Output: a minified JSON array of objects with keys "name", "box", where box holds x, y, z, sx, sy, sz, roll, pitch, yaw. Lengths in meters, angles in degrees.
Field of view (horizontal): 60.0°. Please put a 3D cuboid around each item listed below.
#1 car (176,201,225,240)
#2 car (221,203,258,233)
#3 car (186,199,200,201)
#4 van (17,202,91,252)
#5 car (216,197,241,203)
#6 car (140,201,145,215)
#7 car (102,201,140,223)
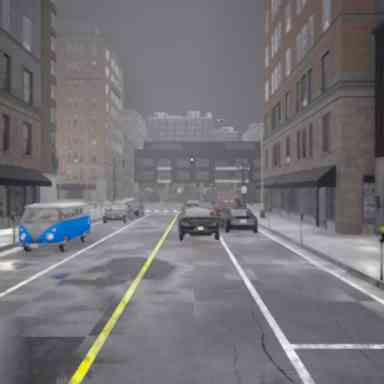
[{"name":"car","box":[0.251,1.441,16.975,1.882,1.535,5.008,0,0,-3]},{"name":"car","box":[2.632,1.525,19.106,1.947,1.339,4.313,0,0,0]},{"name":"car","box":[0.072,1.437,31.093,1.837,1.490,4.892,0,0,0]},{"name":"van","box":[-5.391,1.312,13.441,1.690,1.788,3.998,0,0,0]},{"name":"car","box":[2.630,1.262,24.767,2.192,1.841,5.009,0,0,0]},{"name":"car","box":[-5.397,1.500,30.427,1.947,1.339,4.313,0,0,0]},{"name":"car","box":[-5.395,1.497,24.765,2.008,1.369,4.403,0,0,0]}]
